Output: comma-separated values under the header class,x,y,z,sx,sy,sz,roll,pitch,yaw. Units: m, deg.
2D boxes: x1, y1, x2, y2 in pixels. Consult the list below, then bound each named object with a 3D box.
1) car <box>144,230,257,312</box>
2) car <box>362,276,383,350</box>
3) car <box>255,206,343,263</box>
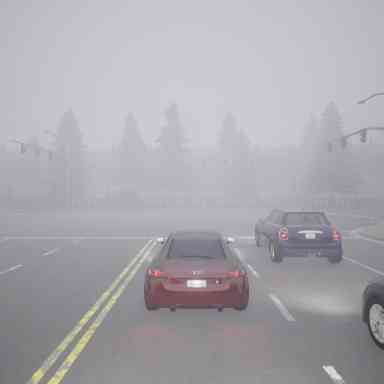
class,x,y,z,sx,sy,sz,roll,pitch,yaw
car,0.081,1.564,7.788,1.994,1.385,4.181,0,0,0
car,3.592,1.505,3.315,1.837,1.490,4.892,0,0,0
car,3.636,1.352,12.159,2.097,1.767,4.553,0,0,2
